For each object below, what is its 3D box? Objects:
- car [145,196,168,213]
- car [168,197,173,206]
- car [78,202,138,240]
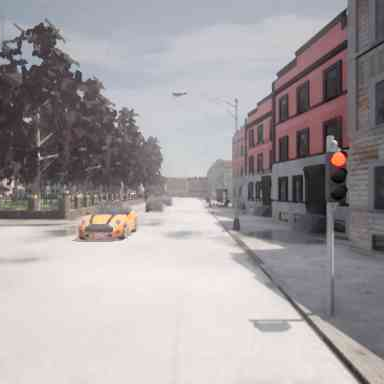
[{"bbox_3d":[-4.103,1.486,37.368,1.837,1.490,4.892,0,-1,0],"label":"car"},{"bbox_3d":[-4.099,1.449,52.663,1.882,1.535,5.008,0,0,0],"label":"car"},{"bbox_3d":[-4.102,1.343,16.828,2.097,1.767,4.553,0,0,0],"label":"car"}]
